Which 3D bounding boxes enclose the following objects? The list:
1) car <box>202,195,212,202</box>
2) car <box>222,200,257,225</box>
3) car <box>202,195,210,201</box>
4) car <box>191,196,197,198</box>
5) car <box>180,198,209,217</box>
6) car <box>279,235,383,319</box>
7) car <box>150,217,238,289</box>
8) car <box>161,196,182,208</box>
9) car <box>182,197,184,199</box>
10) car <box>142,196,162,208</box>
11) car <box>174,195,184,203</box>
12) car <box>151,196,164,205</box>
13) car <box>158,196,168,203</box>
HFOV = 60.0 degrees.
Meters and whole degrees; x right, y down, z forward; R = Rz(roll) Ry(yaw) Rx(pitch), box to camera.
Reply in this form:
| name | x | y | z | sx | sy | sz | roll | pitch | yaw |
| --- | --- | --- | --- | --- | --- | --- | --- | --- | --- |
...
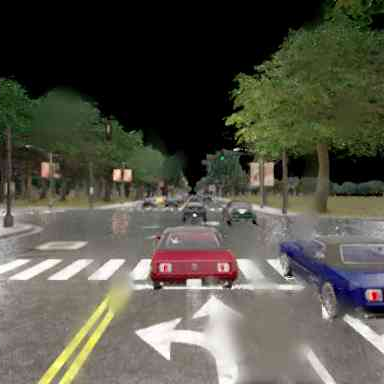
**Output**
| name | x | y | z | sx | sy | sz | roll | pitch | yaw |
| --- | --- | --- | --- | --- | --- | --- | --- | --- | --- |
| car | 3.741 | 1.552 | 80.486 | 1.837 | 1.490 | 4.892 | 0 | 0 | 0 |
| car | 3.454 | 1.390 | 24.909 | 2.097 | 1.767 | 4.553 | 0 | 0 | 1 |
| car | 3.807 | 1.630 | 90.573 | 1.994 | 1.385 | 4.181 | 0 | 0 | 0 |
| car | 0.556 | 1.672 | 90.541 | 1.895 | 1.301 | 4.718 | 0 | 0 | 0 |
| car | 0.234 | 1.521 | 27.747 | 1.837 | 1.490 | 4.892 | 0 | 0 | 1 |
| car | 3.353 | 1.604 | 7.315 | 1.895 | 1.301 | 4.718 | 0 | 0 | 0 |
| car | -0.038 | 1.605 | 9.165 | 1.895 | 1.301 | 4.718 | 0 | 0 | -2 |
| car | -2.993 | 1.573 | 49.980 | 2.033 | 1.411 | 5.357 | 0 | 0 | 1 |
| car | -2.886 | 1.632 | 60.252 | 1.895 | 1.301 | 4.718 | 0 | 0 | 0 |
| car | -6.238 | 1.573 | 50.091 | 2.033 | 1.411 | 5.357 | 0 | 0 | 1 |
| car | -2.821 | 1.516 | 70.622 | 1.882 | 1.535 | 5.008 | 0 | 0 | 0 |
| car | -6.139 | 1.509 | 59.983 | 1.882 | 1.535 | 5.008 | 0 | 0 | 0 |
| car | -6.073 | 1.561 | 70.248 | 1.812 | 1.442 | 4.674 | 0 | 0 | 0 |
